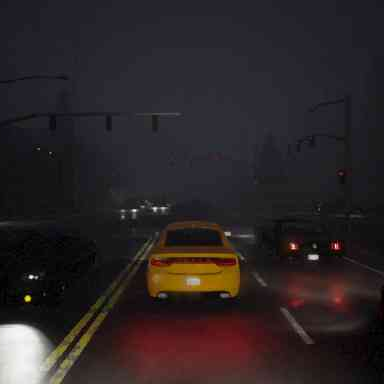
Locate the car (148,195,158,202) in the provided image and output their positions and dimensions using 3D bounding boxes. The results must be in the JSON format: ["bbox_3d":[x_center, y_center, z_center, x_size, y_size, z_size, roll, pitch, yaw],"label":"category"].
[{"bbox_3d":[-8.915,1.469,76.056,1.882,1.535,5.008,0,0,-2],"label":"car"}]

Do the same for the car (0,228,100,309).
[{"bbox_3d":[-3.608,1.564,7.833,1.994,1.385,4.181,0,0,0],"label":"car"}]

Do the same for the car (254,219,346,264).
[{"bbox_3d":[3.497,1.601,11.849,1.895,1.301,4.718,0,0,-1],"label":"car"}]

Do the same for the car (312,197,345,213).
[{"bbox_3d":[15.344,1.353,35.656,4.553,1.767,2.097,0,0,-2],"label":"car"}]

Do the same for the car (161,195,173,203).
[{"bbox_3d":[-5.278,1.525,70.879,2.128,1.511,4.902,0,0,-2],"label":"car"}]

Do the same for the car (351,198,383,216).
[{"bbox_3d":[18.759,1.547,32.254,5.357,1.411,2.033,0,0,-2],"label":"car"}]

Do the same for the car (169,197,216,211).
[{"bbox_3d":[0.172,1.525,34.903,4.674,1.442,1.812,0,0,-4],"label":"car"}]

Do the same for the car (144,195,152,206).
[{"bbox_3d":[-8.450,1.547,55.272,2.033,1.411,5.357,0,0,-1],"label":"car"}]

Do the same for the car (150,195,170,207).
[{"bbox_3d":[-4.821,1.564,50.432,1.994,1.385,4.181,0,0,-1],"label":"car"}]

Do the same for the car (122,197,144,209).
[{"bbox_3d":[-8.230,1.505,45.535,1.837,1.490,4.892,0,0,0],"label":"car"}]

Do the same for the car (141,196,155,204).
[{"bbox_3d":[-8.671,1.547,65.854,2.033,1.411,5.357,0,0,-1],"label":"car"}]

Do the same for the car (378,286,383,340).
[{"bbox_3d":[3.596,1.478,2.759,1.882,1.535,5.008,0,0,0],"label":"car"}]

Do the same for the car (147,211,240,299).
[{"bbox_3d":[0.030,1.478,8.523,1.882,1.535,5.008,0,0,0],"label":"car"}]
